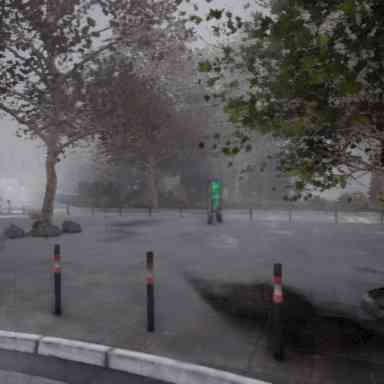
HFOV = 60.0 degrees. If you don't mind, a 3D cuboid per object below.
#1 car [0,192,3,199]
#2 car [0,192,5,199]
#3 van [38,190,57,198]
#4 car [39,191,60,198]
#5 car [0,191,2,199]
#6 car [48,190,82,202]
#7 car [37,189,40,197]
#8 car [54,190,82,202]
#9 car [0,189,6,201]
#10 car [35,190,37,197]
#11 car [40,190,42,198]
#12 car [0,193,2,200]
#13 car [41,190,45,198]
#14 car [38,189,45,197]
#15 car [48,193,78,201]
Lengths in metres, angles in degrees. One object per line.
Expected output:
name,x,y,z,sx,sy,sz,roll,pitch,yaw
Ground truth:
car,-46.505,0.920,76.431,5.366,1.575,1.946,-1,1,-29
car,-48.928,0.868,81.549,5.366,1.575,1.946,-1,1,-29
van,-38.038,0.453,87.673,4.442,1.987,1.878,-1,1,-29
car,-35.428,0.599,82.809,4.553,1.767,2.185,-1,1,-29
car,-47.690,0.771,79.003,4.553,1.767,2.185,-1,1,-29
car,-23.124,0.674,60.573,5.566,2.045,2.435,-1,1,-29
car,-34.086,0.748,80.326,5.008,1.535,2.097,-1,1,-29
car,-20.344,0.830,55.506,4.553,1.767,2.185,-1,2,-29
car,-32.636,0.887,51.809,5.566,2.045,2.435,-1,1,-29
car,-36.822,0.702,85.266,5.008,1.535,2.097,-1,1,-29
car,-29.907,0.817,72.815,5.008,1.535,2.097,-1,1,-29
car,-43.598,1.005,71.581,4.674,1.452,2.002,-1,1,-29
car,-28.535,0.840,70.347,5.008,1.535,2.097,-1,1,-29
car,-32.705,0.771,77.863,5.008,1.535,2.097,-1,1,-29
car,-24.404,0.906,62.952,4.892,1.521,2.231,-1,1,-29
